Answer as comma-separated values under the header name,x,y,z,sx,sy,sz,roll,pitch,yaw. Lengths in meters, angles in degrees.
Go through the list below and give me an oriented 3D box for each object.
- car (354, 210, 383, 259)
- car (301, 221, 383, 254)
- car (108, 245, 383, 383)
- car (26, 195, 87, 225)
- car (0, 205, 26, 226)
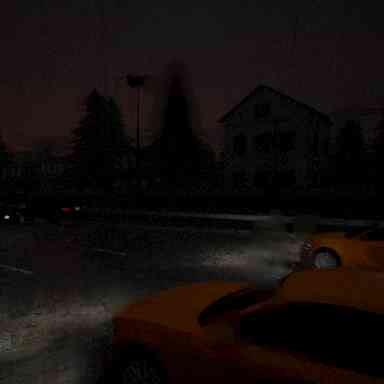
name,x,y,z,sx,sy,sz,roll,pitch,yaw
car,8.263,1.478,10.996,5.008,1.535,1.882,0,0,36
car,5.419,1.477,8.724,5.008,1.535,1.882,0,0,36
car,1.358,1.477,3.023,5.008,1.535,1.882,0,0,35
car,-9.902,1.212,23.957,5.566,2.045,2.150,0,0,36
car,-13.237,1.553,22.038,4.181,1.385,1.994,0,0,36
